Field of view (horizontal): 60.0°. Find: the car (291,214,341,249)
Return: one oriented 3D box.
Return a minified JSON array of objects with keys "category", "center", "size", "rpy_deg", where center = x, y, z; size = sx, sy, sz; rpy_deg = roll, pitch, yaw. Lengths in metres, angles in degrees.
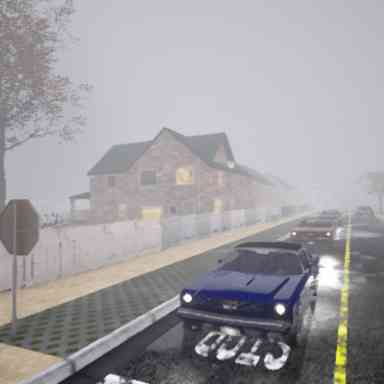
[{"category":"car","center":[6.210,1.978,16.715],"size":[1.895,1.301,4.718],"rpy_deg":[-2,-2,26]}]

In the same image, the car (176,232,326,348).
[{"category":"car","center":[1.505,1.779,6.889],"size":[1.895,1.301,4.718],"rpy_deg":[-2,-2,25]}]

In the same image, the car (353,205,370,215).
[{"category":"car","center":[24.864,2.621,48.854],"size":[2.033,1.411,5.357],"rpy_deg":[-2,-2,26]}]

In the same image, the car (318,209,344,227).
[{"category":"car","center":[11.886,2.195,28.538],"size":[1.994,1.385,4.181],"rpy_deg":[-2,-2,26]}]

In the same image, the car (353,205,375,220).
[{"category":"car","center":[19.467,2.288,37.584],"size":[1.837,1.490,4.892],"rpy_deg":[-2,-2,25]}]
